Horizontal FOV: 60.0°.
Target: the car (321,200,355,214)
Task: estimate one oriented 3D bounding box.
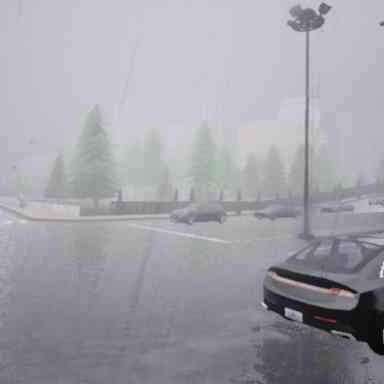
[{"bbox_3d":[16.153,1.651,36.848,4.181,1.385,1.994,-3,2,-35],"label":"car"}]

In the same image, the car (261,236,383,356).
[{"bbox_3d":[3.439,1.581,6.195,4.902,1.511,2.128,1,-1,-35],"label":"car"}]

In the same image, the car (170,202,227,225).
[{"bbox_3d":[0.531,1.569,25.824,4.553,1.767,2.097,1,-1,-35],"label":"car"}]

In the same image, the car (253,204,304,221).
[{"bbox_3d":[8.200,1.858,31.227,5.357,1.411,2.033,0,0,-35],"label":"car"}]

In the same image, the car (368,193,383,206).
[{"bbox_3d":[24.522,0.908,42.743,4.902,1.511,2.128,-6,3,-35],"label":"car"}]
